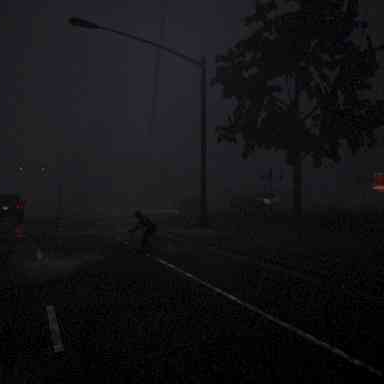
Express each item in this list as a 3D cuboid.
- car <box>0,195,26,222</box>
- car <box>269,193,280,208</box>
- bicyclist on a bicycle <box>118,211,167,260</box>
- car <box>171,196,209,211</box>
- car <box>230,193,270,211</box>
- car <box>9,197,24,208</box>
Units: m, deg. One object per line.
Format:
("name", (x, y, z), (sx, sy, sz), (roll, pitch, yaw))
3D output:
("car", (-14.147, 1.218, 25.592), (2.150, 2.045, 5.566), (0, 0, -27))
("car", (9.726, 1.220, 46.701), (5.566, 2.045, 2.150), (0, 0, -28))
("bicyclist on a bicycle", (-1.653, 1.449, 11.150), (1.656, 1.620, 0.582), (0, 0, -19))
("car", (-0.276, 1.353, 41.389), (4.553, 1.767, 2.097), (0, 0, -28))
("car", (6.950, 1.352, 41.066), (4.553, 1.767, 2.097), (0, 0, -28))
("car", (-25.713, 1.439, 48.782), (1.812, 1.442, 4.674), (0, 0, -27))
